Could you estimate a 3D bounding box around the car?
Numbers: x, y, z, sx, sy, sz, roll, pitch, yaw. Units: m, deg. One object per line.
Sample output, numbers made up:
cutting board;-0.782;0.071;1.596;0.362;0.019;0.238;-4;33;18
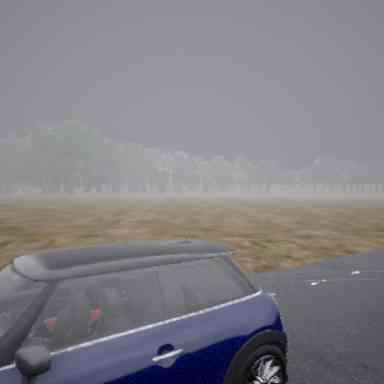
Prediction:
car;-1.207;1.356;3.132;4.553;1.767;2.097;0;0;-35
